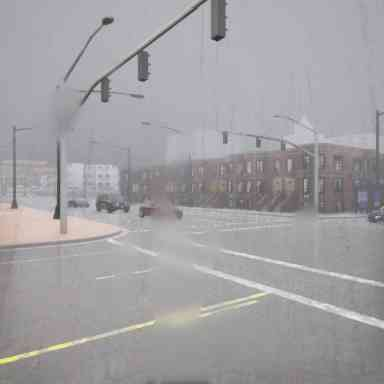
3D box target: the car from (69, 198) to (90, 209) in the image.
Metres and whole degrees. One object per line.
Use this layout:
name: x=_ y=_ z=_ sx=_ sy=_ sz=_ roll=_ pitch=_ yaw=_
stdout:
car: x=-15.904 y=1.526 z=46.685 sx=1.812 sy=1.442 sz=4.674 roll=0 pitch=0 yaw=-36

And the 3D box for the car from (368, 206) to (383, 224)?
car: x=14.684 y=1.505 z=23.680 sx=4.892 sy=1.490 sz=1.837 roll=0 pitch=0 yaw=-27

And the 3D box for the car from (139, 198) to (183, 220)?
car: x=-2.699 y=1.352 z=28.273 sx=2.097 sy=1.767 sz=4.553 roll=0 pitch=0 yaw=-35

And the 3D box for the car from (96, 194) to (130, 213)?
car: x=-8.870 y=1.221 z=36.857 sx=2.150 sy=2.045 sz=5.566 roll=0 pitch=0 yaw=-36
